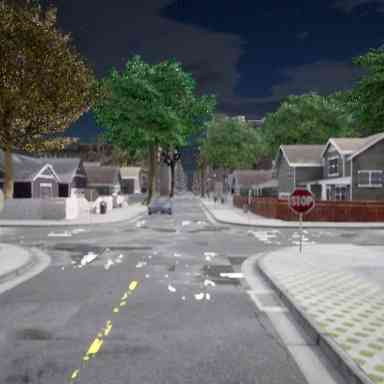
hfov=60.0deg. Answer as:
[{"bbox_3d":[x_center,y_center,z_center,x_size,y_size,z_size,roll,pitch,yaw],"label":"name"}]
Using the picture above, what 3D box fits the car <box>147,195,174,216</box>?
[{"bbox_3d":[-2.844,1.180,30.740,2.097,1.767,4.553,0,0,0],"label":"car"}]
